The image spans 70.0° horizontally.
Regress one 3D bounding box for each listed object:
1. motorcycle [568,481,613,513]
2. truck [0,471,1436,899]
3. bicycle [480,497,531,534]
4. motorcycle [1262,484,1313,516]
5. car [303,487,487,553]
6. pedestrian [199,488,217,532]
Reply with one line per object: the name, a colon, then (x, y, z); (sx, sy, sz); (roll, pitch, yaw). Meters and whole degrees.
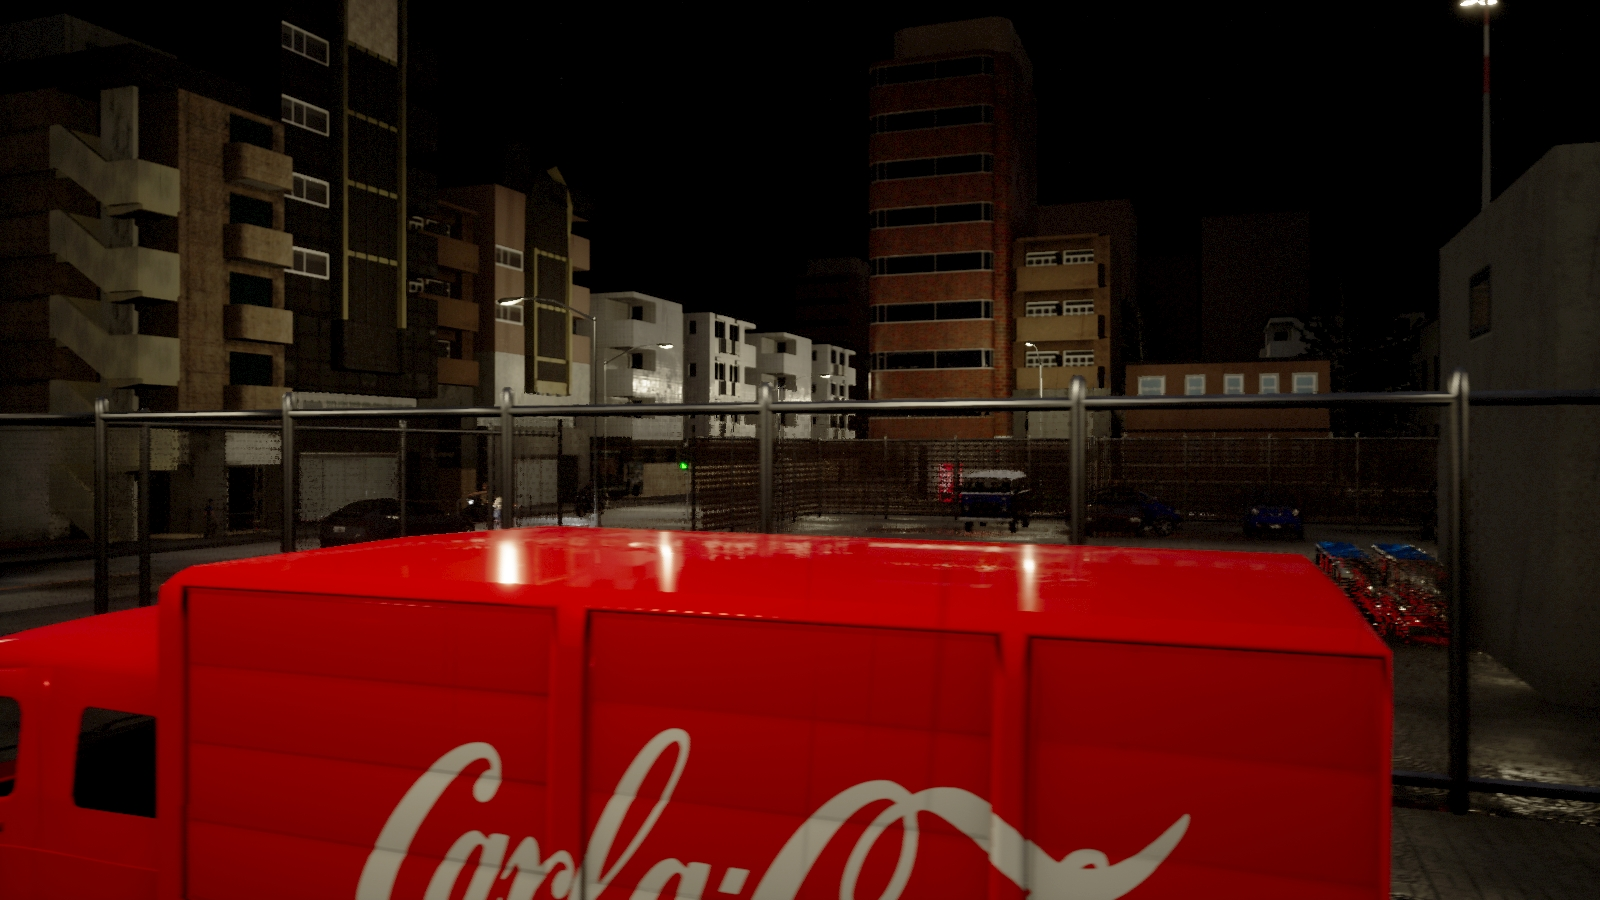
motorcycle: (-8.855, 1.985, 48.328); (0.867, 1.251, 2.209); (0, 0, 20)
truck: (-0.854, 1.348, 4.164); (5.204, 2.467, 2.627); (0, 0, 20)
bicycle: (-9.189, 2.036, 35.742); (0.859, 1.080, 1.487); (0, 0, 20)
motorcycle: (19.230, 1.961, 45.099); (1.805, 1.236, 0.856); (-1, 0, 20)
car: (-10.927, 1.843, 31.228); (2.163, 1.488, 4.792); (0, 0, 20)
pedestrian: (-17.816, 1.804, 34.382); (0.375, 1.300, 0.375); (0, 0, 44)
